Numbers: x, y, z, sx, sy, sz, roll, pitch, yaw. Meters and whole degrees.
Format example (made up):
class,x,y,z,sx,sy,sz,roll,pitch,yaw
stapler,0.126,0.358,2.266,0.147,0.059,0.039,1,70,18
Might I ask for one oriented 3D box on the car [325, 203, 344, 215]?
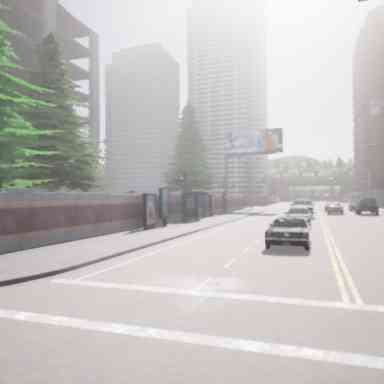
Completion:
class,x,y,z,sx,sy,sz,roll,pitch,yaw
car,18.367,2.119,42.590,2.033,1.411,5.357,-1,-1,21

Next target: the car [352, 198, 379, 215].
class,x,y,z,sx,sy,sz,roll,pitch,yaw
car,21.502,1.734,41.000,2.150,2.045,5.566,-1,-1,21

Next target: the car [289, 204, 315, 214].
class,x,y,z,sx,sy,sz,roll,pitch,yaw
car,8.169,1.882,25.367,1.837,1.490,4.892,-1,-1,20

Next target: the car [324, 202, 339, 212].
class,x,y,z,sx,sy,sz,roll,pitch,yaw
car,21.641,2.295,51.659,1.895,1.301,4.718,-1,-1,20

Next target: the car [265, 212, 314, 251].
class,x,y,z,sx,sy,sz,roll,pitch,yaw
car,4.619,1.847,15.682,1.895,1.301,4.718,-1,-1,20

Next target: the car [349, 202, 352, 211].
class,x,y,z,sx,sy,sz,roll,pitch,yaw
car,24.916,2.188,50.428,2.033,1.411,5.357,-1,-1,20

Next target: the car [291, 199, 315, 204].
class,x,y,z,sx,sy,sz,roll,pitch,yaw
car,11.712,1.729,35.022,2.150,2.045,5.566,-1,-1,20
